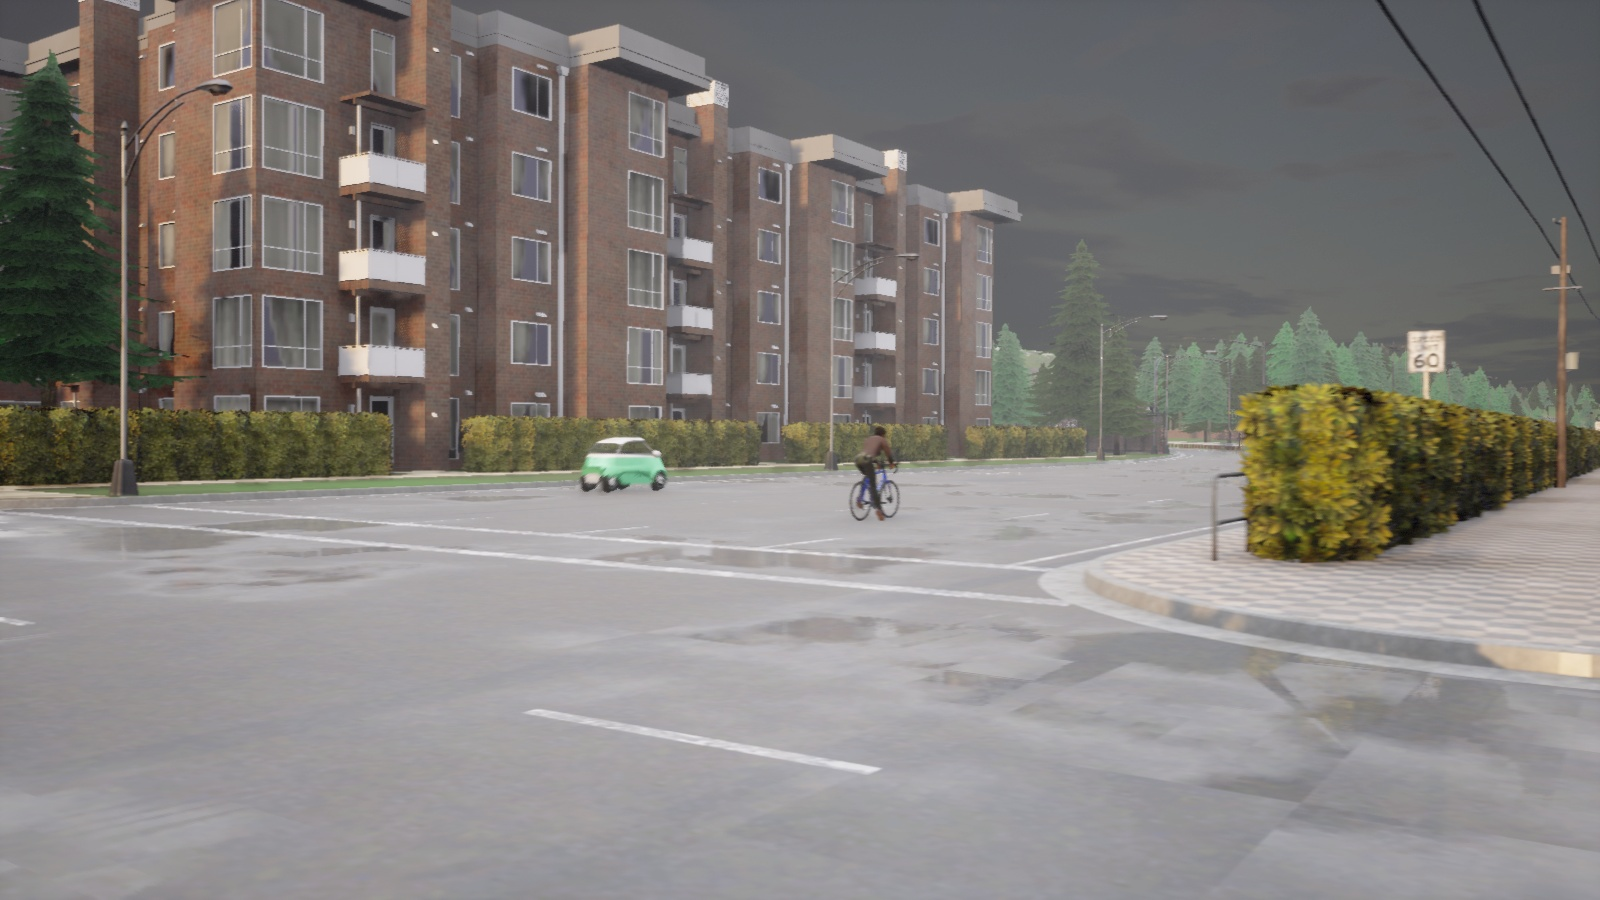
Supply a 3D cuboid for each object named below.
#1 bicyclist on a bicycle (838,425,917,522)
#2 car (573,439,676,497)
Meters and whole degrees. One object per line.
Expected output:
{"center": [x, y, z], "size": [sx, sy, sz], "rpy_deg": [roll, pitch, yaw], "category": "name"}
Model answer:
{"center": [1.364, 0.391, 21.904], "size": [0.582, 1.620, 1.656], "rpy_deg": [0, 1, 35], "category": "bicyclist on a bicycle"}
{"center": [-4.447, 0.426, 31.947], "size": [1.481, 1.376, 2.207], "rpy_deg": [0, 1, 35], "category": "car"}
